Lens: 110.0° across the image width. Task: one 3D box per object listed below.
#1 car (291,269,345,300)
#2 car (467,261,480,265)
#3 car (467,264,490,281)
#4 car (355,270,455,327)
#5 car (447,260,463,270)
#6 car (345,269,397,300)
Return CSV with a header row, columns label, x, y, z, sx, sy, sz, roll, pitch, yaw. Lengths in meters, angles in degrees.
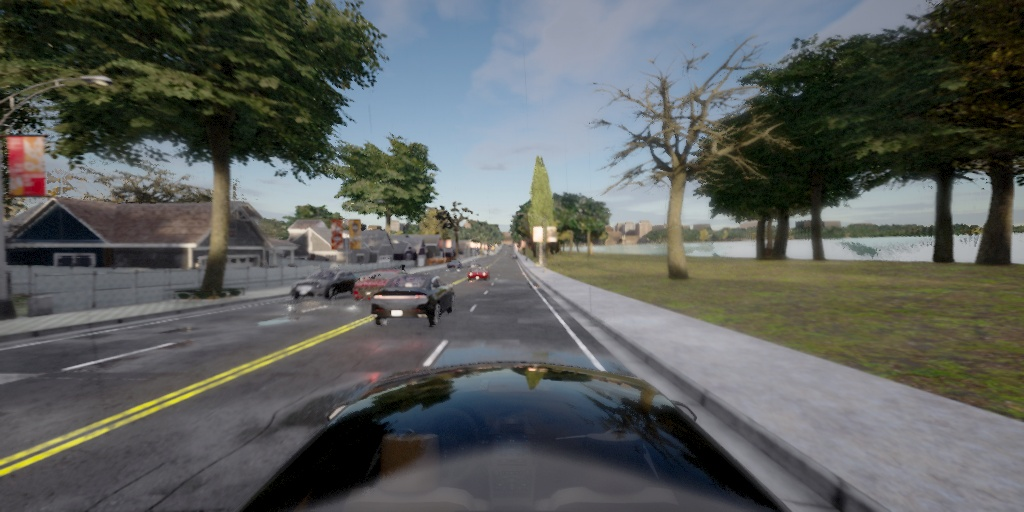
label,x,y,z,sx,sy,sz,roll,pitch,yaw
car,-9.844,1.478,19.401,2.128,1.511,4.902,0,-1,0
car,-6.527,1.539,60.968,2.128,1.511,4.902,0,0,1
car,-3.141,1.705,34.924,1.895,1.301,4.718,0,0,0
car,-3.151,1.387,12.253,2.128,1.511,4.902,0,-1,0
car,-9.774,1.398,61.243,2.097,1.767,4.553,0,0,1
car,-6.594,1.459,18.960,1.882,1.535,5.008,0,-1,0
